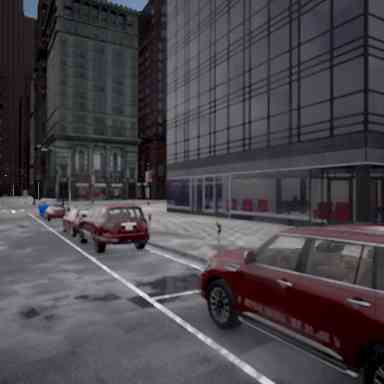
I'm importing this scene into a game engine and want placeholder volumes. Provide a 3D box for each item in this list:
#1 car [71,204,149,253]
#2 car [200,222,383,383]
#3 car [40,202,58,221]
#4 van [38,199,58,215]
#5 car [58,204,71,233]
[{"bbox_3d":[-3.529,1.436,14.477,2.192,1.841,5.009,0,0,-30],"label":"car"},{"bbox_3d":[2.068,1.354,4.664,2.192,1.841,5.009,0,0,-30],"label":"car"},{"bbox_3d":[-11.924,1.815,29.196,1.802,1.307,4.206,0,0,-30],"label":"car"},{"bbox_3d":[-14.723,1.608,34.104,1.690,1.788,3.998,0,0,-30],"label":"van"},{"bbox_3d":[-6.327,1.600,19.383,1.967,1.590,4.097,0,0,-30],"label":"car"}]
